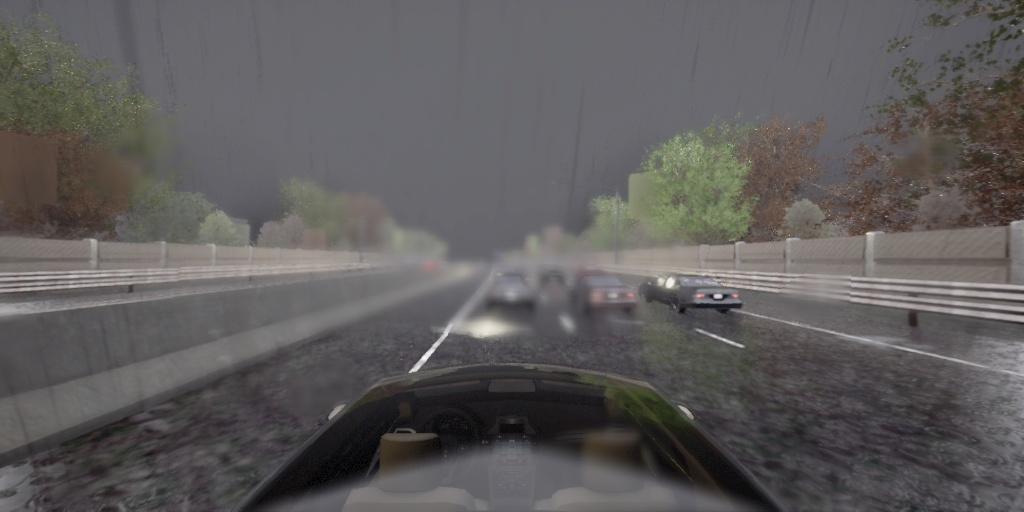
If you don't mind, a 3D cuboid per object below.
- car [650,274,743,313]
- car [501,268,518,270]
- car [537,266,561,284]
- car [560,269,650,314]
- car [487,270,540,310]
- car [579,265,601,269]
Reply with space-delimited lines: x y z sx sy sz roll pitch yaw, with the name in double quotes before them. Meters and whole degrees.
"car" 6.973 1.436 14.641 2.033 1.411 5.357 0 -1 0
"car" -0.198 1.655 30.355 1.895 1.301 4.718 0 -1 0
"car" 3.300 1.565 30.640 1.837 1.490 4.892 0 0 0
"car" 3.473 1.435 14.599 2.033 1.411 5.357 0 -1 0
"car" -0.026 1.461 15.542 1.994 1.385 4.181 0 -1 0
"car" 6.792 1.545 31.435 1.882 1.535 5.008 0 0 -1
